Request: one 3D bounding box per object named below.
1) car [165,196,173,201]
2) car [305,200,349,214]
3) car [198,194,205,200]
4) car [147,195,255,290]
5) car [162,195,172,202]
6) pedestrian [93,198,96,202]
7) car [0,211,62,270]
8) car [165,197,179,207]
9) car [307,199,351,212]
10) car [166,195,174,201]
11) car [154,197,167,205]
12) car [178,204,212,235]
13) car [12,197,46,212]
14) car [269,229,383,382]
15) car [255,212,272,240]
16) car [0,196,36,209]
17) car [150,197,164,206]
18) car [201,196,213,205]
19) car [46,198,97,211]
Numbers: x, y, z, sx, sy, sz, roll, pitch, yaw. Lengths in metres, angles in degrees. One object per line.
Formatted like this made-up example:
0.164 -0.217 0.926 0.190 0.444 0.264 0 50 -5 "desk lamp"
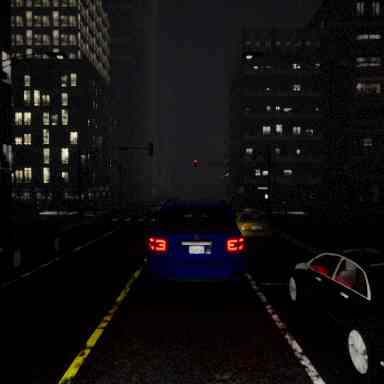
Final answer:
-5.737 1.562 82.778 1.802 1.307 4.206 -1 0 0 "car"
14.864 1.664 37.128 4.181 1.385 1.994 0 1 1 "car"
2.636 1.419 94.091 1.967 1.590 4.097 -1 0 0 "car"
0.092 1.218 9.177 2.150 2.045 5.566 0 0 0 "car"
-5.735 1.526 77.123 1.887 1.381 4.507 -1 0 0 "car"
-12.568 1.297 43.026 0.500 1.100 0.500 0 0 1 "pedestrian"
-5.838 1.541 10.964 1.887 1.381 4.507 -1 0 0 "car"
-3.114 1.549 52.632 1.994 1.385 4.181 0 0 0 "car"
16.296 1.620 39.693 4.403 1.369 2.008 0 0 1 "car"
-5.740 1.524 88.432 1.887 1.381 4.507 -1 0 0 "car"
-5.728 1.550 60.160 1.947 1.339 4.313 -1 0 0 "car"
0.089 1.519 19.688 1.812 1.442 4.674 0 0 -2 "car"
-17.831 1.440 34.363 4.181 1.385 1.994 0 1 1 "car"
2.804 1.549 5.265 2.008 1.369 4.403 -1 0 0 "car"
2.799 1.520 16.724 1.752 1.417 4.829 -1 0 0 "car"
-21.679 1.272 40.175 4.829 1.417 1.752 0 0 1 "car"
-5.726 1.510 54.335 1.752 1.417 4.829 -1 0 0 "car"
2.651 1.535 60.163 2.008 1.369 4.403 -1 0 0 "car"
-13.555 1.404 37.513 5.357 1.411 2.033 0 1 1 "car"
